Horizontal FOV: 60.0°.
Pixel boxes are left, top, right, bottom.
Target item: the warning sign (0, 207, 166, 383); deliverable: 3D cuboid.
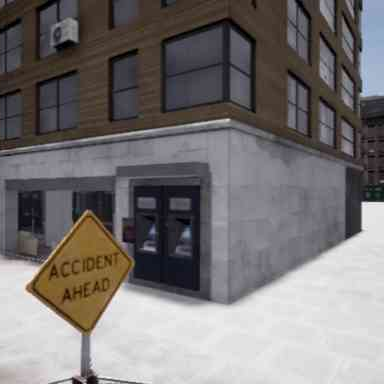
[{"bbox_3d":[-1.103,1.120,3.456,1.060,1.860,1.300,0,0,36],"label":"warning sign"}]
